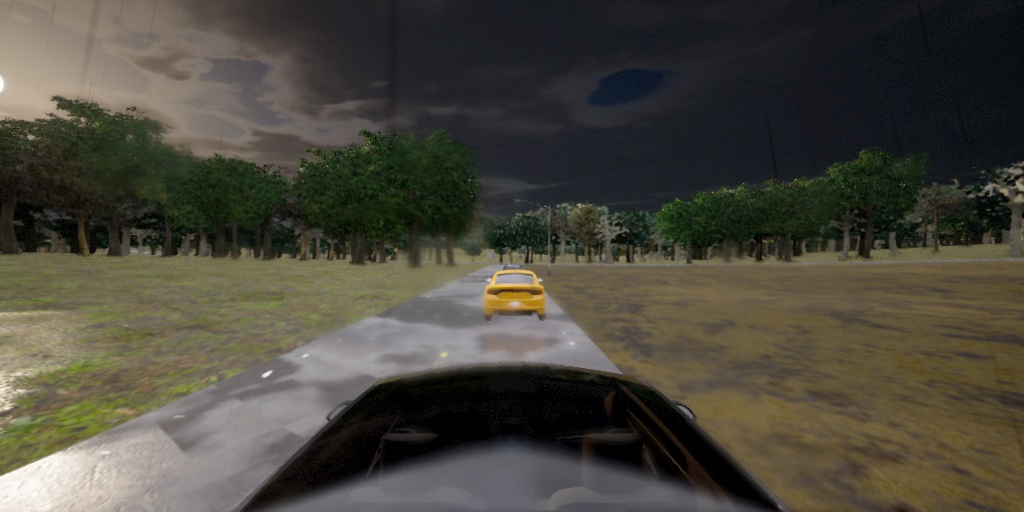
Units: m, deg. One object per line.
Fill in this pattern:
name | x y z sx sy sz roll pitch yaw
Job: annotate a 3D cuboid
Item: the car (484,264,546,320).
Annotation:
car | 0.097 1.224 12.685 1.882 1.535 5.008 0 0 0
